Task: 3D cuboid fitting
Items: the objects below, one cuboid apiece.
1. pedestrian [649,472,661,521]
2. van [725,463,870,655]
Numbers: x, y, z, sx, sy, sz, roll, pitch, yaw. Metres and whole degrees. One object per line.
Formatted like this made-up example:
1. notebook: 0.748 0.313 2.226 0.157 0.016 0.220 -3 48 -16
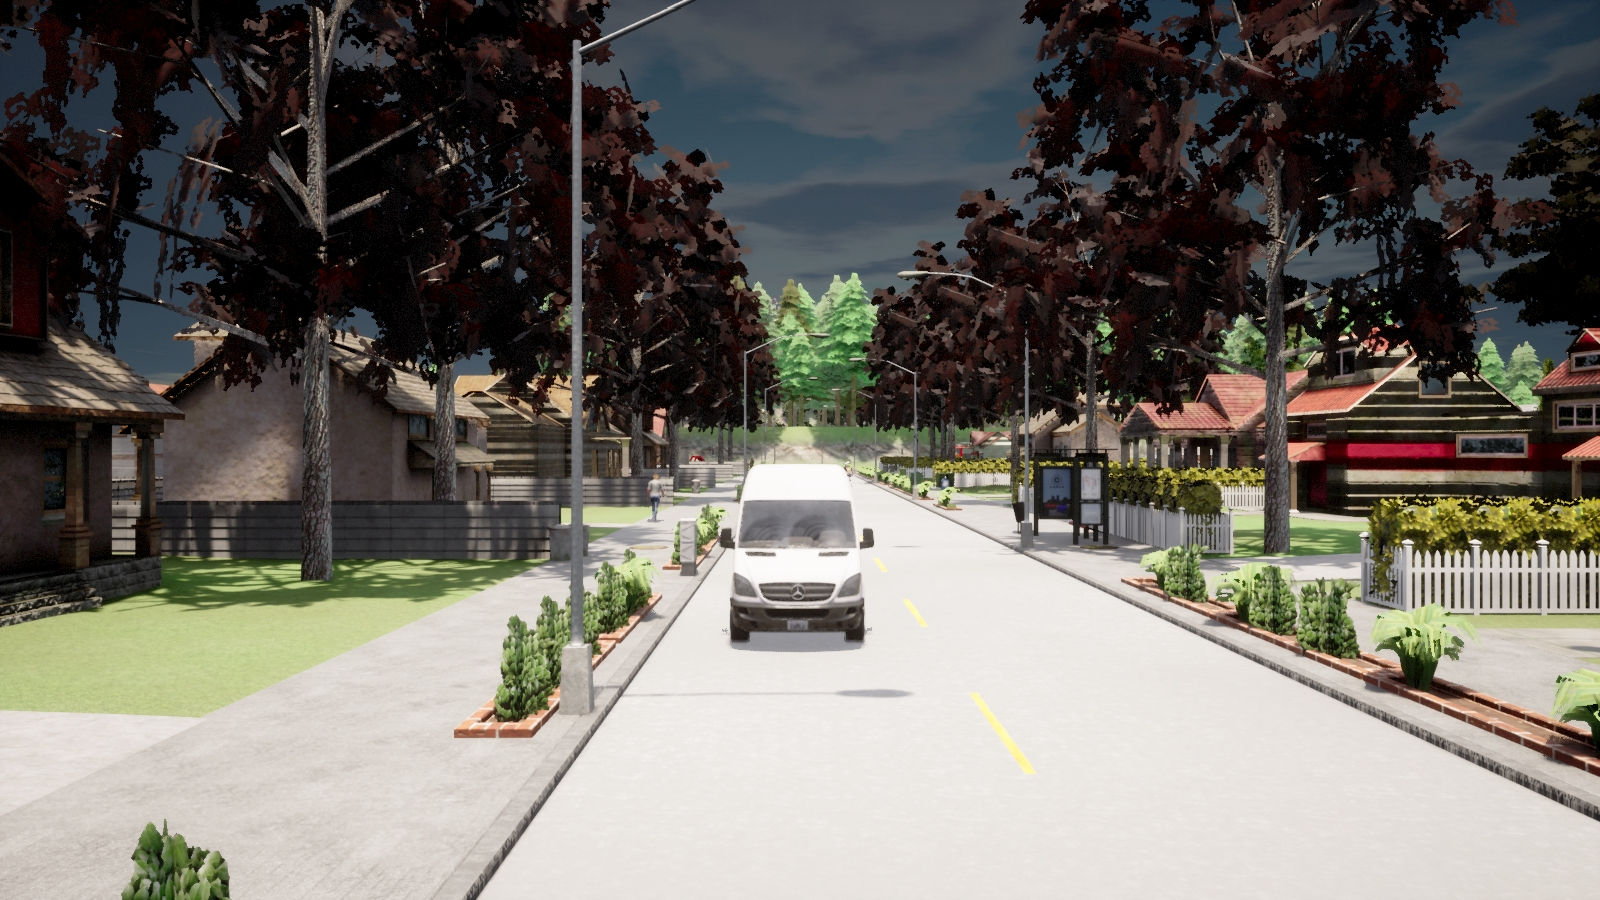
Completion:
1. pedestrian: -5.460 1.743 42.982 0.375 1.860 0.375 0 0 2
2. van: -0.037 1.534 18.638 1.988 2.561 5.915 0 0 0
